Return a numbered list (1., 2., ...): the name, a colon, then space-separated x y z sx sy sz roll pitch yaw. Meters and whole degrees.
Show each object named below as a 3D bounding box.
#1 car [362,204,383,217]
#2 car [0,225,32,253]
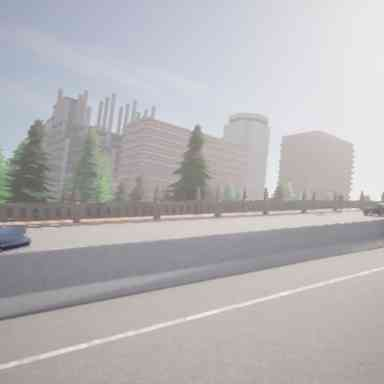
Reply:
1. car: 20.195 1.904 35.585 4.718 1.301 1.895 1 0 -35
2. car: -8.295 1.542 10.972 5.357 1.411 2.033 1 0 -36
